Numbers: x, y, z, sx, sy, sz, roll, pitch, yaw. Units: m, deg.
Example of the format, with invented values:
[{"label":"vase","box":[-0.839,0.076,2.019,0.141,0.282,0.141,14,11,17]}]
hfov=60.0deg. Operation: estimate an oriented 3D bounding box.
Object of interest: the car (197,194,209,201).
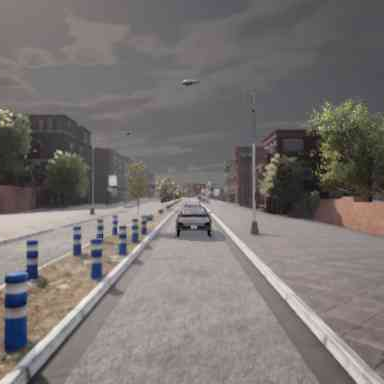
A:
[{"label":"car","box":[2.972,1.707,78.791,2.231,1.521,4.892,0,0,0]}]

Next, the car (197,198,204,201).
[{"label":"car","box":[0.082,1.677,37.212,1.895,1.301,4.718,0,0,0]}]

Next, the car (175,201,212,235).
[{"label":"car","box":[0.094,1.517,18.813,2.128,1.511,4.902,0,0,0]}]
